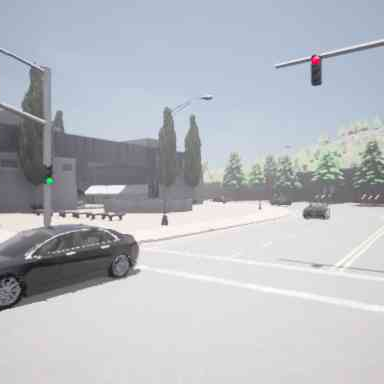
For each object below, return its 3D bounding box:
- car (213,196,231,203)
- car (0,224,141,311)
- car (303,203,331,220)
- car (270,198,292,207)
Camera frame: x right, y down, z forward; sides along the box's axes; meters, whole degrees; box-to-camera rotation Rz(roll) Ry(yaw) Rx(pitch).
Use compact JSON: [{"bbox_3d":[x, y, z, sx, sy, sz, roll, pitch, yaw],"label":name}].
[{"bbox_3d":[6.435,1.689,72.093,1.812,1.442,4.674,0,0,-37],"label":"car"},{"bbox_3d":[-3.406,1.598,8.096,1.837,1.490,4.892,0,0,36],"label":"car"},{"bbox_3d":[10.906,1.639,28.848,1.895,1.301,4.718,0,0,27],"label":"car"},{"bbox_3d":[14.594,1.689,54.459,1.895,1.301,4.718,0,0,-9],"label":"car"}]
